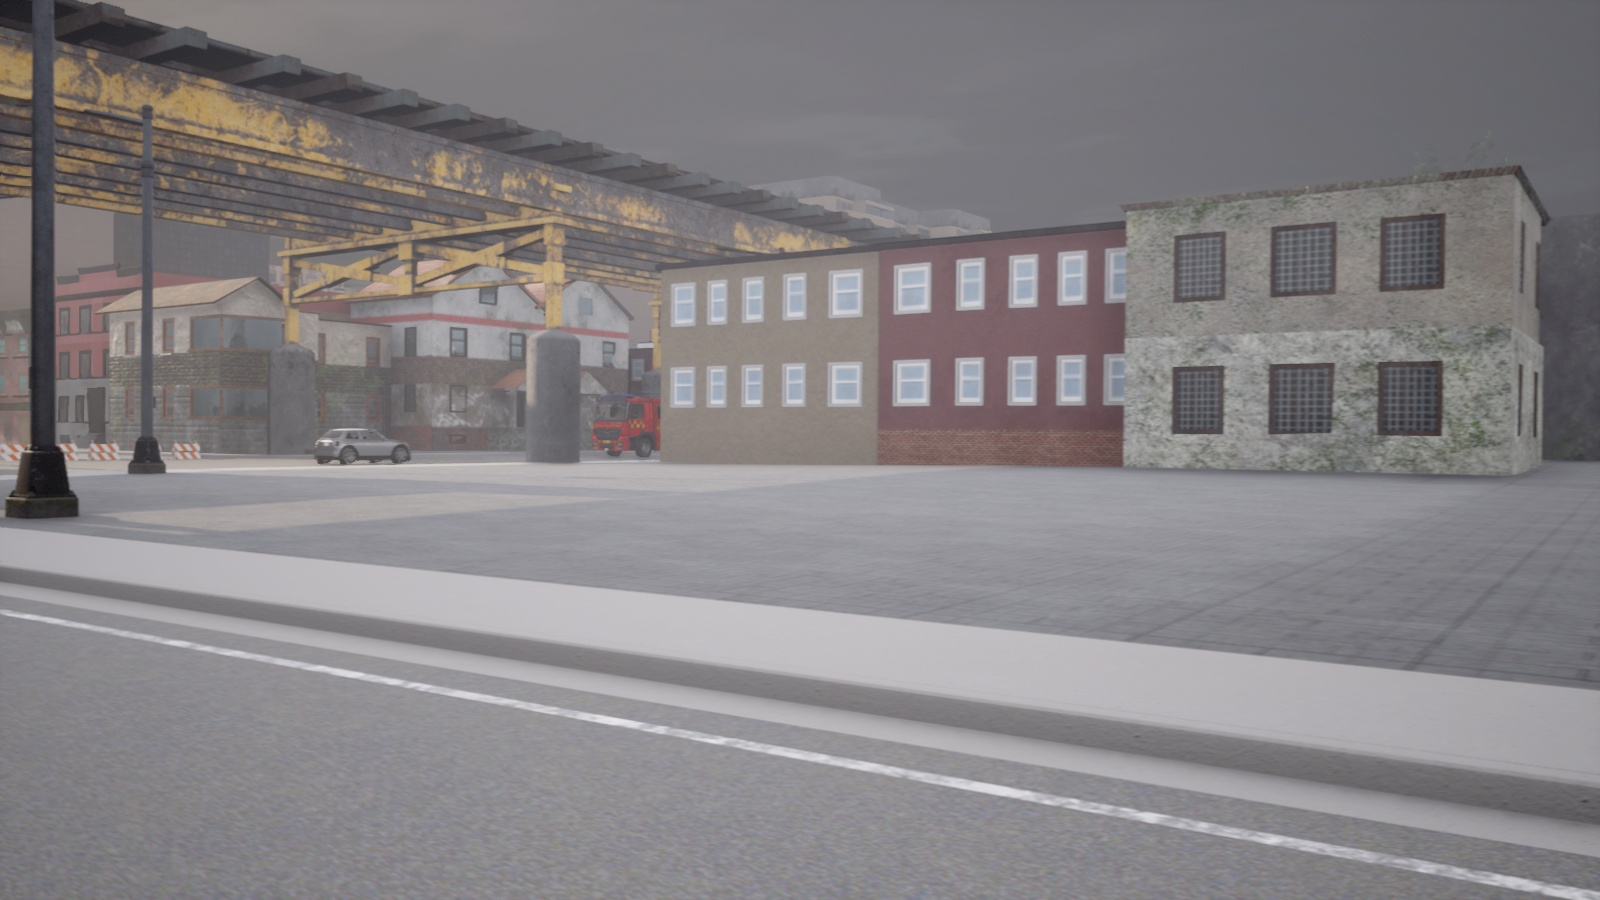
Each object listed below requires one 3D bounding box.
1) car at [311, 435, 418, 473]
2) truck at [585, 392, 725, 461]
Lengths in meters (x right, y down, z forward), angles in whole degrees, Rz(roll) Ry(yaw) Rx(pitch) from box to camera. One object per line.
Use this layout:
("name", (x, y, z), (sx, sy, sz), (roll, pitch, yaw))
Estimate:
("car", (-18.233, 0.143, 52.673), (1.970, 1.475, 3.806), (0, 1, 35))
("truck", (-8.303, -1.356, 73.100), (2.891, 3.827, 8.468), (0, 1, 39))
